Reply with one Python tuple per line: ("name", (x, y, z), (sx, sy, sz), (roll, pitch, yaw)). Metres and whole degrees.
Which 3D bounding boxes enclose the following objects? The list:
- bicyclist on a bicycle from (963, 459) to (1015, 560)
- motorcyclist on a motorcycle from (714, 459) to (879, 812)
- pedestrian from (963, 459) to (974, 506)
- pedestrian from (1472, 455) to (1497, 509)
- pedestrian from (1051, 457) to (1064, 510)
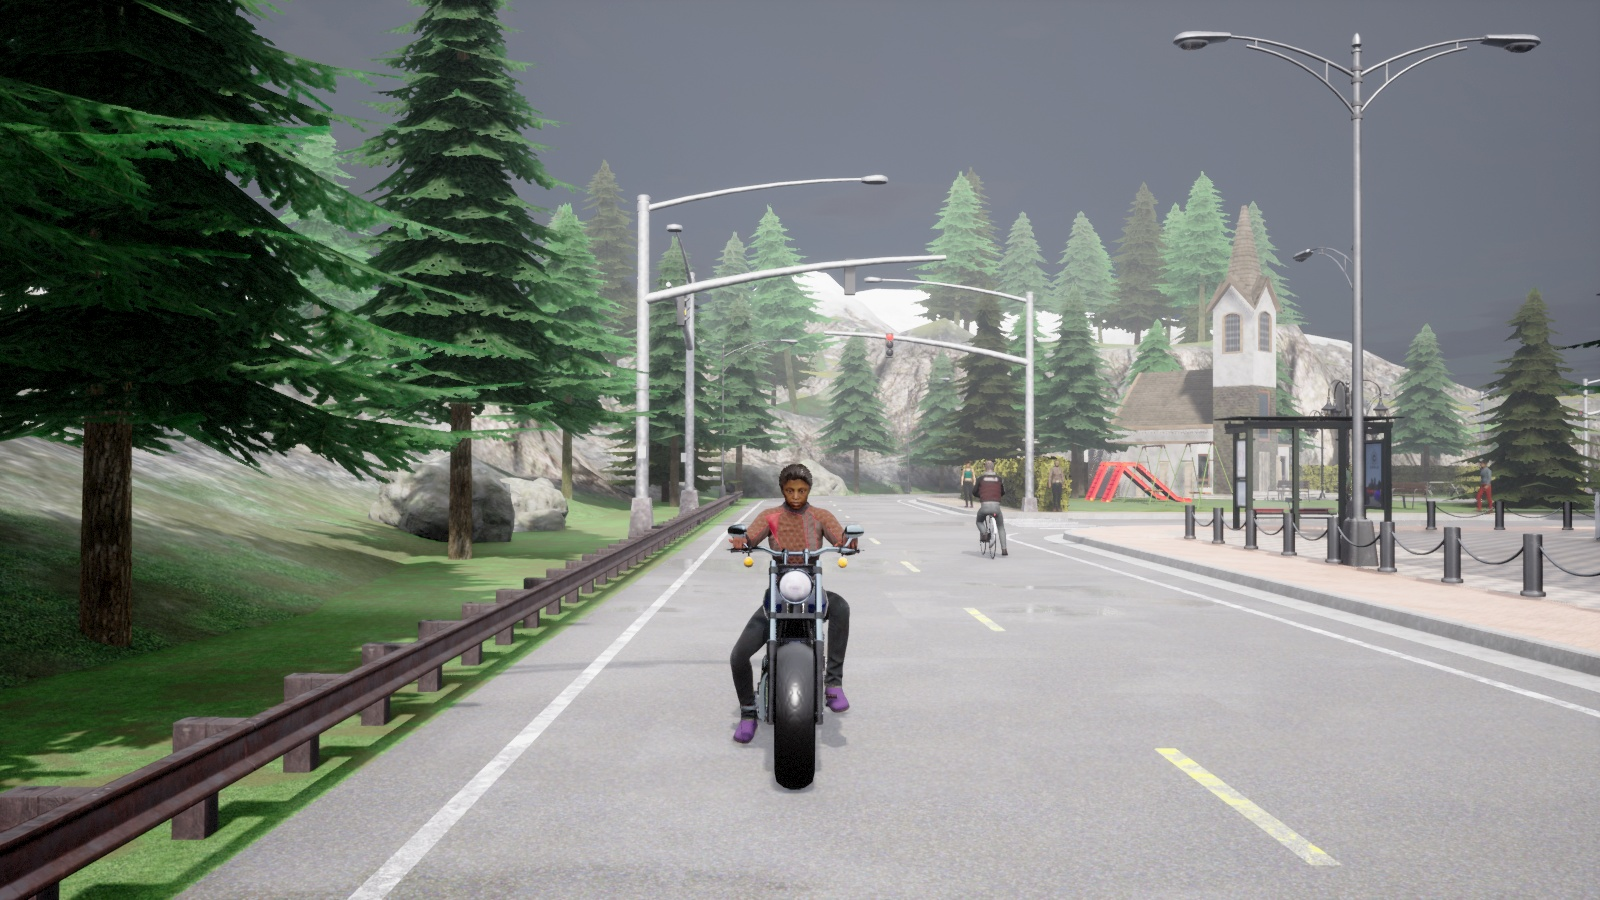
("bicyclist on a bicycle", (3.438, 1.056, 22.945), (0.659, 1.776, 1.843), (0, -1, 0))
("motorcyclist on a motorcycle", (-0.019, 0.883, 7.064), (0.766, 1.649, 2.350), (0, -1, 0))
("pedestrian", (6.510, 1.255, 48.520), (0.345, 1.836, 0.594), (-1, -1, 17))
("pedestrian", (23.310, 1.083, 42.764), (0.614, 1.847, 0.353), (0, -1, -1))
("pedestrian", (8.943, 1.155, 43.646), (0.331, 1.846, 0.634), (0, -1, 1))
